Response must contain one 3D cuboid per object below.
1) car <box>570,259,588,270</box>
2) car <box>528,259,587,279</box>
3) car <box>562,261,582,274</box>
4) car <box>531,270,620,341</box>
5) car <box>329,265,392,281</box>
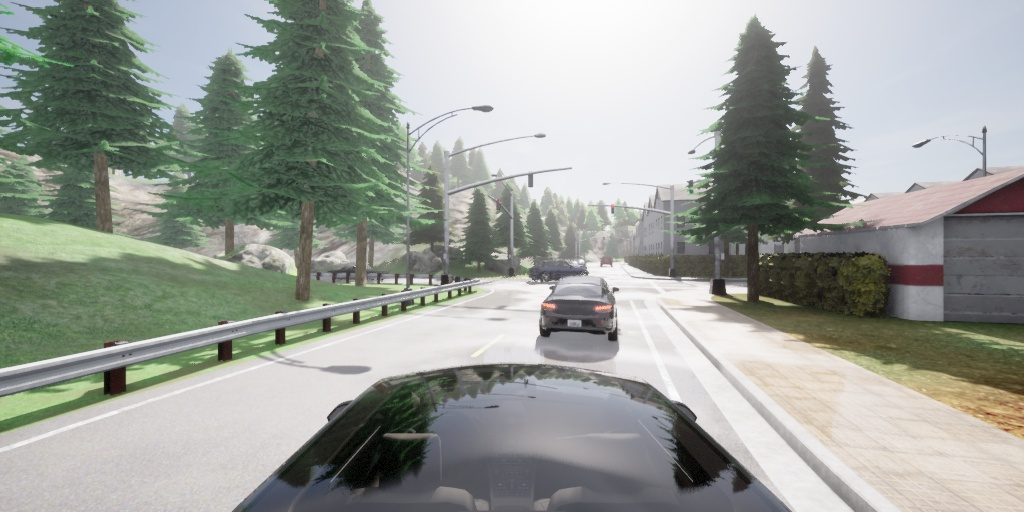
[{"bbox_3d":[9.956,1.241,52.873,2.128,1.511,4.902,0,0,16],"label":"car"},{"bbox_3d":[3.636,1.107,27.448,4.553,1.767,2.097,0,0,-19],"label":"car"},{"bbox_3d":[7.270,1.314,43.184,1.994,1.385,4.181,0,0,15],"label":"car"},{"bbox_3d":[1.939,1.276,9.902,1.812,1.442,4.674,0,0,15],"label":"car"},{"bbox_3d":[-12.269,1.366,29.188,4.718,1.301,1.895,0,0,15],"label":"car"}]
